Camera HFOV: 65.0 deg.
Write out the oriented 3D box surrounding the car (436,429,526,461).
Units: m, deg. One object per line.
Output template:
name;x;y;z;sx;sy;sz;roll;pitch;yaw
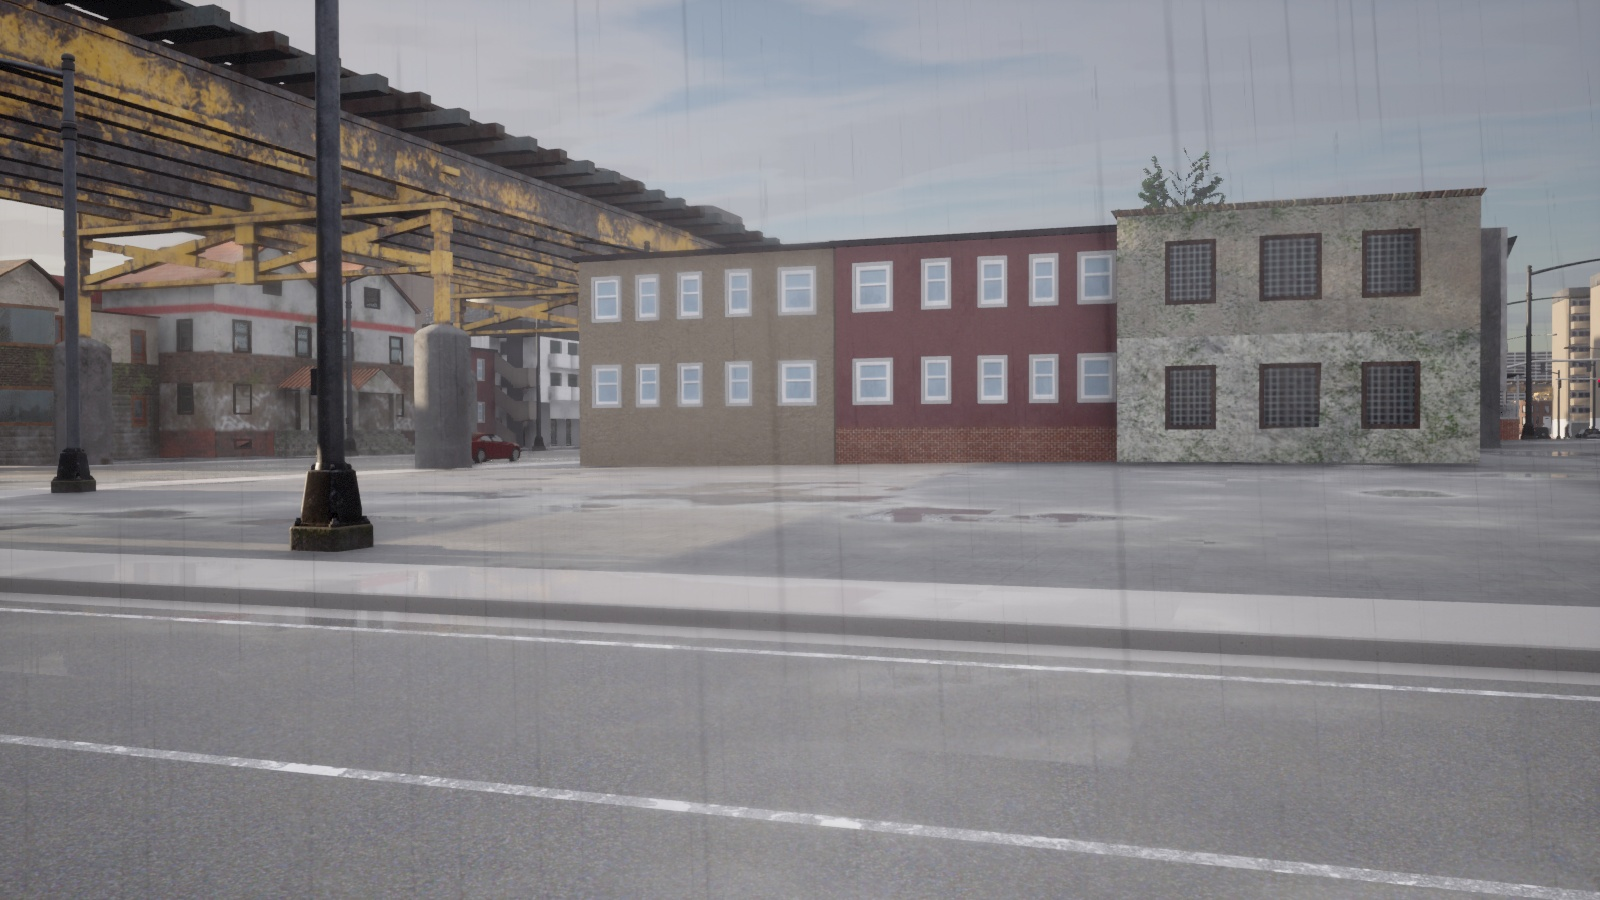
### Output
car;-15.809;-0.256;62.490;1.882;1.535;5.008;1;1;20
